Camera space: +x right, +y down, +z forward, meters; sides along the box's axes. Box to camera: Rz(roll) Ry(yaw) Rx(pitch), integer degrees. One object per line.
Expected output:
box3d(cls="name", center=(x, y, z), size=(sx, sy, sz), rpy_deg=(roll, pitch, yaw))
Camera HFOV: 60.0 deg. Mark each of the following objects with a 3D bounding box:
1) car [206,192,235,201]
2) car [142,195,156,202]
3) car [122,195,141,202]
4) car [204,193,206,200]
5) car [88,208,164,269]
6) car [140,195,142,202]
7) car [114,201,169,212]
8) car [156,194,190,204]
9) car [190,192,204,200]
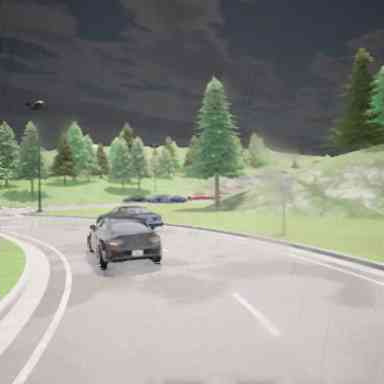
box3d(cls="car", center=(5.791, 0.844, 67.231), size=(4.553, 1.767, 2.097), rpy_deg=(-1, 0, -41))
box3d(cls="car", center=(-5.619, 1.116, 57.198), size=(4.553, 1.767, 2.097), rpy_deg=(-1, 0, -41))
box3d(cls="car", center=(-10.628, 1.335, 62.077), size=(4.892, 1.490, 1.837), rpy_deg=(-2, 1, -41))
box3d(cls="car", center=(5.363, 0.986, 71.521), size=(4.674, 1.442, 1.812), rpy_deg=(-1, 0, -42))
box3d(cls="car", center=(-2.357, 1.503, 11.177), size=(1.812, 1.442, 4.674), rpy_deg=(-1, 0, -22))
box3d(cls="car", center=(-6.202, 1.298, 61.311), size=(5.357, 1.411, 2.033), rpy_deg=(-1, 0, -41))
box3d(cls="car", center=(-3.719, 1.502, 19.396), size=(2.033, 1.411, 5.357), rpy_deg=(-1, 0, -38))
box3d(cls="car", center=(-3.068, 1.255, 54.790), size=(4.674, 1.442, 1.812), rpy_deg=(-1, 0, -41))
box3d(cls="car", center=(1.078, 0.897, 72.404), size=(4.553, 1.767, 2.097), rpy_deg=(-1, 0, -42))
